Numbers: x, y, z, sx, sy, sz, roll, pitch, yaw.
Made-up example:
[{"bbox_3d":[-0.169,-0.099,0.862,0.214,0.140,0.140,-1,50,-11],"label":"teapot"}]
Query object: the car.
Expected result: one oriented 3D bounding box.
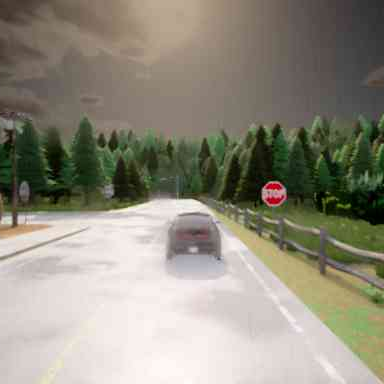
[{"bbox_3d":[0.065,1.512,12.499,1.837,1.490,4.892,0,0,0],"label":"car"}]
